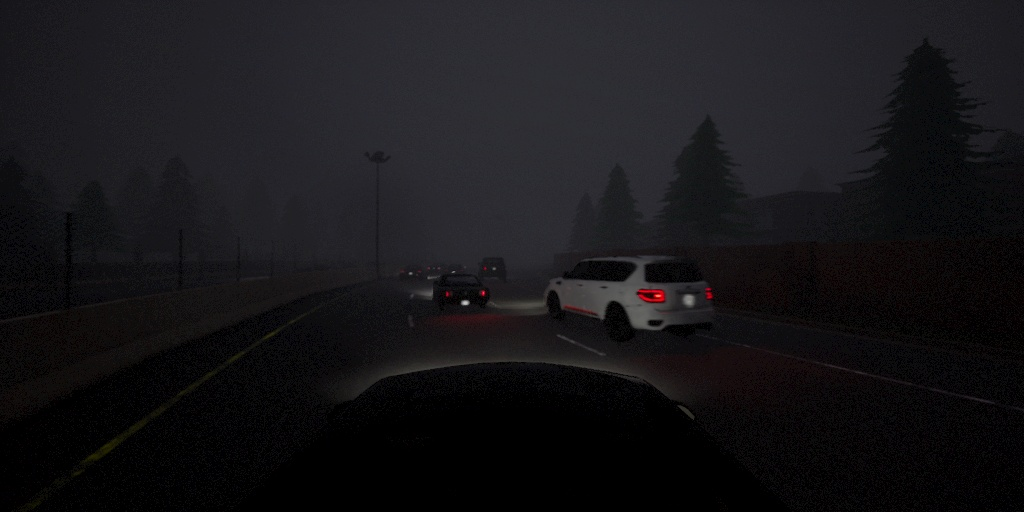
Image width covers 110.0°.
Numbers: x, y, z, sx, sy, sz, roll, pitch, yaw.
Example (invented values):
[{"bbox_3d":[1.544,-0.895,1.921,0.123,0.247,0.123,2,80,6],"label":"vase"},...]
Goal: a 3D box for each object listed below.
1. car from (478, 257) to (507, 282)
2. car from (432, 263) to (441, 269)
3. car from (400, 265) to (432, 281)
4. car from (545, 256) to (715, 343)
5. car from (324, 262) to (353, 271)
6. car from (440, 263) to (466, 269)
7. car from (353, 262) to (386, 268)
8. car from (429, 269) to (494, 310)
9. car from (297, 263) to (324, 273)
[{"bbox_3d":[-1.696,1.134,30.885,2.150,2.045,5.566,0,0,-6],"label":"car"},{"bbox_3d":[-8.953,1.514,44.188,2.033,1.411,5.357,0,0,2],"label":"car"},{"bbox_3d":[-8.726,1.462,32.166,1.994,1.385,4.181,0,0,-6],"label":"car"},{"bbox_3d":[2.912,1.029,10.265,2.150,2.045,5.566,0,0,-20],"label":"car"},{"bbox_3d":[-19.794,1.469,42.516,1.812,1.442,4.674,0,0,2],"label":"car"},{"bbox_3d":[-5.451,1.488,34.849,1.994,1.385,4.181,0,0,-4],"label":"car"},{"bbox_3d":[-16.295,1.434,42.399,2.128,1.511,4.902,0,0,1],"label":"car"},{"bbox_3d":[-2.312,1.421,15.239,1.895,1.301,4.718,0,0,-16],"label":"car"},{"bbox_3d":[-23.294,1.526,42.578,1.895,1.301,4.718,0,0,2],"label":"car"}]
